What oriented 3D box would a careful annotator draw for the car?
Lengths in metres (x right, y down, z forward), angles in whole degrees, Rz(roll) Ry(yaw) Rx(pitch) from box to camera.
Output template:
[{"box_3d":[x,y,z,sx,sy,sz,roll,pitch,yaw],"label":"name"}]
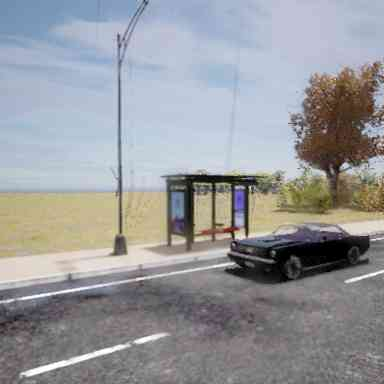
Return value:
[{"box_3d":[3.324,1.604,10.053,4.718,1.301,1.895,0,0,-36],"label":"car"}]
